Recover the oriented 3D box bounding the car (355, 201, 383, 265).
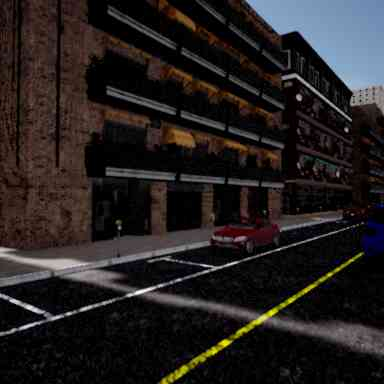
[{"bbox_3d":[7.638,1.408,11.759,2.150,2.045,5.566,0,-1,38],"label":"car"}]

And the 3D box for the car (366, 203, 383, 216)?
[{"bbox_3d":[23.068,2.171,41.328,1.887,1.381,4.507,0,-1,38],"label":"car"}]

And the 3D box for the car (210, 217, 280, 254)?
[{"bbox_3d":[2.459,1.775,14.518,1.802,1.307,4.206,0,-1,38],"label":"car"}]

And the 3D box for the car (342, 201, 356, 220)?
[{"bbox_3d":[16.200,1.798,32.394,2.192,1.841,5.009,0,-1,38],"label":"car"}]

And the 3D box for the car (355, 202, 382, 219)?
[{"bbox_3d":[19.633,1.995,36.860,1.967,1.590,4.097,0,-1,38],"label":"car"}]
